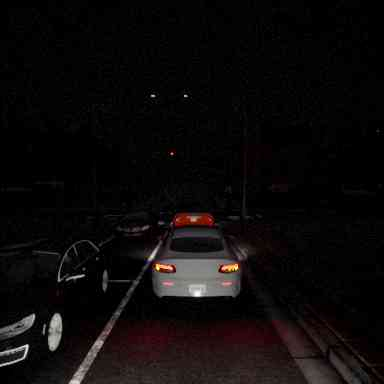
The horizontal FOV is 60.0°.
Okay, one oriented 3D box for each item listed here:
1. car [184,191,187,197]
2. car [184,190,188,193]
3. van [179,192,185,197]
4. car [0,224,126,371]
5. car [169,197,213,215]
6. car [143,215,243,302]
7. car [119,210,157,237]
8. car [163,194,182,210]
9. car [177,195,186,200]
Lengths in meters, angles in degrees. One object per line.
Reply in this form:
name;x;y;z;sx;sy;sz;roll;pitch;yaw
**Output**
car;-2.740;1.308;71.188;2.192;1.841;5.009;-1;0;0
car;-2.758;1.132;93.358;2.192;1.841;5.009;-1;1;0
van;-2.734;1.359;65.645;1.690;1.788;3.998;-1;0;0
car;-2.665;1.548;5.817;2.008;1.369;4.403;-2;0;0
car;0.080;1.353;18.072;2.097;1.767;4.553;0;0;0
car;0.091;1.523;8.109;1.812;1.442;4.674;0;0;0
car;-2.676;1.582;16.711;1.802;1.307;4.206;-2;0;0
car;-2.712;1.483;43.489;1.967;1.590;4.097;-2;0;0
car;-2.749;1.429;87.809;2.008;1.369;4.403;-1;0;0
